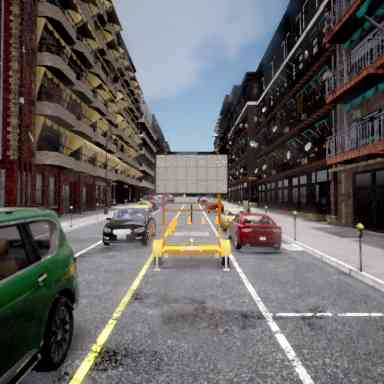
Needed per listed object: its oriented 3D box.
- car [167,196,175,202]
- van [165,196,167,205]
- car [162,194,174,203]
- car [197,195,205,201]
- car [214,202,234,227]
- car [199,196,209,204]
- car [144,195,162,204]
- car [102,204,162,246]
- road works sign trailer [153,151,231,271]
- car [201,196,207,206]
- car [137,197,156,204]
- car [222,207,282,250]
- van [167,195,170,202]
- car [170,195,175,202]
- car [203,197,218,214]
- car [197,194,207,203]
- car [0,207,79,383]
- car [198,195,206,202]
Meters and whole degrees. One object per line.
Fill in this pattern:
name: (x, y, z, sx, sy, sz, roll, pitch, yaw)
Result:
car: (-5.393, 1.821, 86.247, 1.947, 1.339, 4.313, 1, 0, 0)
van: (-5.349, 1.453, 53.063, 1.690, 1.788, 3.998, 2, 0, 0)
car: (-5.374, 1.517, 75.186, 2.192, 1.841, 5.009, 1, 0, 0)
car: (2.449, 1.725, 91.729, 1.967, 1.590, 4.097, 1, 0, 0)
car: (2.565, 1.551, 19.998, 1.752, 1.417, 4.829, 1, 0, 0)
car: (2.517, 1.618, 69.604, 1.967, 1.590, 4.097, 1, 0, 0)
car: (-5.335, 1.393, 42.005, 2.192, 1.841, 5.009, 2, 0, 0)
car: (-2.769, 1.510, 15.464, 2.128, 1.511, 4.902, 0, 0, 0)
road works sign trailer: (-0.011, 0.475, 10.959, 2.380, 3.560, 2.880, 0, 0, 0)
car: (2.538, 1.629, 41.950, 2.008, 1.369, 4.403, 1, 0, 0)
car: (-5.334, 1.589, 36.303, 1.752, 1.417, 4.829, 2, 0, 0)
car: (2.571, 1.561, 14.296, 1.887, 1.381, 4.507, 1, 0, 0)
van: (-5.356, 1.474, 58.595, 1.690, 1.788, 3.998, 1, 0, 0)
car: (-5.368, 1.493, 69.656, 2.192, 1.841, 5.009, 1, 0, 0)
car: (2.545, 1.608, 36.418, 1.887, 1.381, 4.507, 1, 0, 0)
car: (2.465, 1.542, 80.666, 2.192, 1.841, 5.009, 1, 0, 0)
car: (-2.745, 1.224, 2.770, 2.150, 2.045, 5.566, 0, 0, 0)
car: (2.520, 1.677, 58.542, 1.887, 1.381, 4.507, 1, 0, 0)
